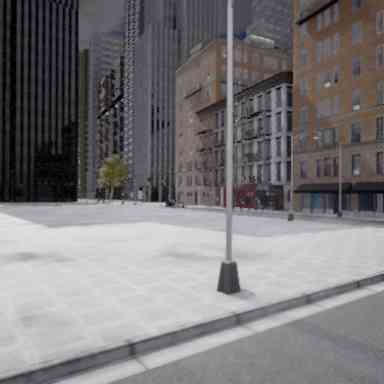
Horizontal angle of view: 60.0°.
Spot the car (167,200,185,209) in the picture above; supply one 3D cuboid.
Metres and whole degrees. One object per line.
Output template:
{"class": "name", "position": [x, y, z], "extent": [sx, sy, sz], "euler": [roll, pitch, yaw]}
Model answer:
{"class": "car", "position": [-2.795, 2.063, 56.877], "extent": [2.128, 1.511, 4.902], "euler": [0, -1, -26]}
